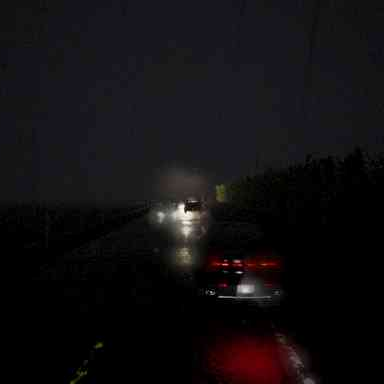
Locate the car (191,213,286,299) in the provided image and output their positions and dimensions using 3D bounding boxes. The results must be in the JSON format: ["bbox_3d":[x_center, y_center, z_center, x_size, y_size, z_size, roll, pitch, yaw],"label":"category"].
[{"bbox_3d":[0.971,1.505,8.426,1.837,1.490,4.892,0,0,0],"label":"car"}]

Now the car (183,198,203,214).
[{"bbox_3d":[0.109,1.491,35.594,2.128,1.511,4.902,0,0,0],"label":"car"}]

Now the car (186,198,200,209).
[{"bbox_3d":[0.116,1.526,45.768,1.812,1.442,4.674,0,0,0],"label":"car"}]

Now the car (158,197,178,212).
[{"bbox_3d":[-2.714,1.352,38.880,2.097,1.767,4.553,0,0,0],"label":"car"}]
